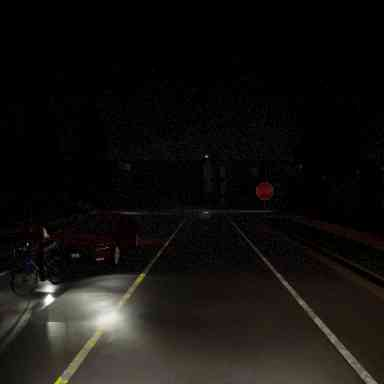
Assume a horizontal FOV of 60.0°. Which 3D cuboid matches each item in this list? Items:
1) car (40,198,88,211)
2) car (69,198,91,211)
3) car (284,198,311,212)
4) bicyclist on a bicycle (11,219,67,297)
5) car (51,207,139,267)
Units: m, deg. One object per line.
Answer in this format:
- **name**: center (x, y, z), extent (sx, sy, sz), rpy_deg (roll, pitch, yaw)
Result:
- **car**: center (-15.183, 1.456, 39.663), extent (5.008, 1.535, 1.882), rpy_deg (0, 0, 5)
- **car**: center (-13.357, 1.579, 36.002), extent (4.718, 1.301, 1.895), rpy_deg (0, 0, 2)
- **car**: center (13.146, 1.469, 38.472), extent (4.902, 1.511, 2.128), rpy_deg (0, 0, -1)
- **bicyclist on a bicycle**: center (-3.498, 1.433, 7.598), extent (0.582, 1.620, 1.656), rpy_deg (-11, -3, 20)
- **car**: center (-3.121, 1.478, 11.624), extent (1.882, 1.535, 5.008), rpy_deg (0, 0, 2)
